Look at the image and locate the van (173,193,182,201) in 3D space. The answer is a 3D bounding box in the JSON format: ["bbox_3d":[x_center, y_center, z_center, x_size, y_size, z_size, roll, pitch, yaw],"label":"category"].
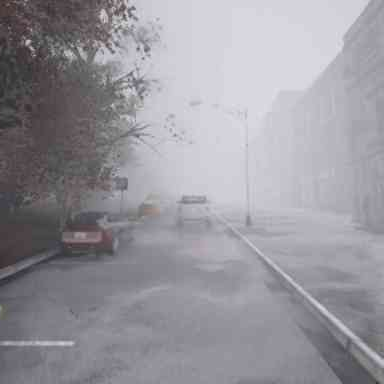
[{"bbox_3d":[-3.493,1.150,80.354,1.878,1.987,4.442,0,0,2],"label":"van"}]

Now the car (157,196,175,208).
[{"bbox_3d":[-3.554,1.404,47.000,1.946,1.575,5.366,0,0,2],"label":"car"}]

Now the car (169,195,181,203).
[{"bbox_3d":[-3.519,1.425,69.094,2.002,1.452,4.674,0,0,2],"label":"car"}]

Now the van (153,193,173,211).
[{"bbox_3d":[-3.569,1.189,41.361,1.878,1.987,4.442,0,0,2],"label":"van"}]

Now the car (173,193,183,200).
[{"bbox_3d":[-3.488,1.245,85.777,2.185,1.767,4.553,0,0,2],"label":"car"}]

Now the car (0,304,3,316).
[{"bbox_3d":[-3.640,1.475,2.434,1.946,1.575,5.366,0,0,2],"label":"car"}]

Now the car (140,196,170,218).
[{"bbox_3d":[-3.594,1.435,30.099,2.097,1.535,5.008,0,0,2],"label":"car"}]

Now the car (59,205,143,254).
[{"bbox_3d":[-3.625,1.494,13.420,2.163,1.488,4.792,0,0,2],"label":"car"}]

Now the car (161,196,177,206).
[{"bbox_3d":[-3.551,1.400,52.379,2.097,1.535,5.008,0,0,2],"label":"car"}]

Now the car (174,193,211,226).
[{"bbox_3d":[0.145,1.188,23.080,2.150,2.045,5.566,0,0,0],"label":"car"}]

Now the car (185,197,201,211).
[{"bbox_3d":[0.182,1.441,40.892,1.837,1.490,4.892,0,0,0],"label":"car"}]

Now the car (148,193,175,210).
[{"bbox_3d":[-3.583,1.174,35.703,2.435,2.045,5.566,0,0,2],"label":"car"}]

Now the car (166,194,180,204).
[{"bbox_3d":[-3.531,1.264,63.494,2.185,1.767,4.553,0,0,2],"label":"car"}]
